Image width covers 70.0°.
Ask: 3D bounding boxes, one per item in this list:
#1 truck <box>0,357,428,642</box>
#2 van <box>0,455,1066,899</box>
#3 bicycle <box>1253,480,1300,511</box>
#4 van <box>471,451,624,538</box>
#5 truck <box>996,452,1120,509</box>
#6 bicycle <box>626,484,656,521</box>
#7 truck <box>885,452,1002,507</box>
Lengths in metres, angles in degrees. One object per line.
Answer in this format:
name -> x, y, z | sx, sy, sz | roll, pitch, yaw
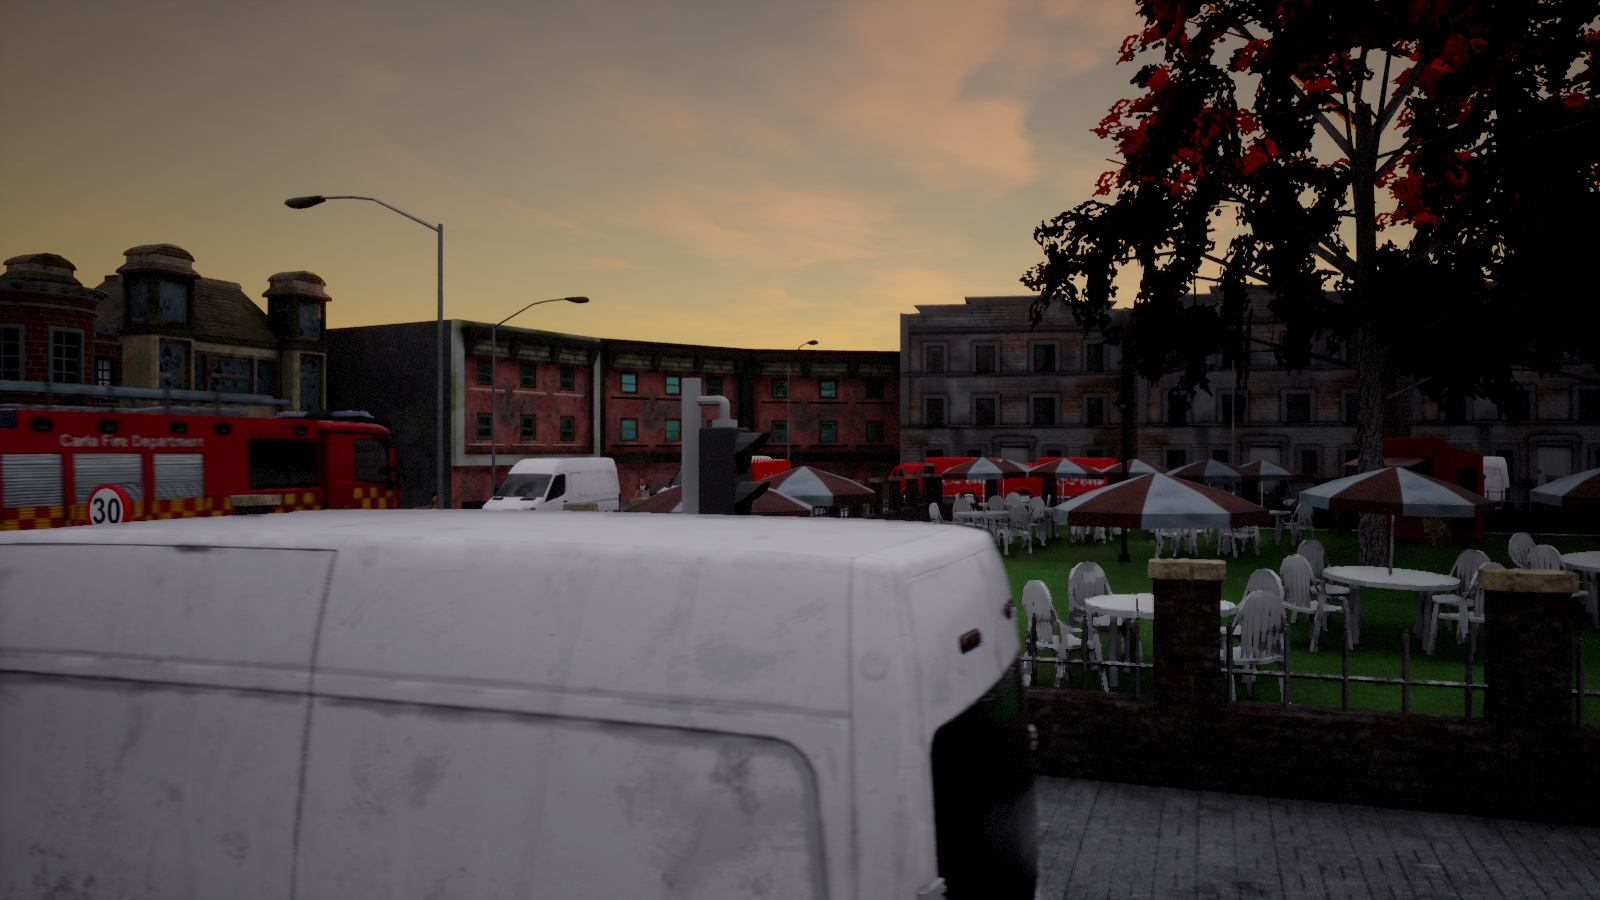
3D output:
truck -> -10.356, 0.670, 19.807 | 2.891, 3.827, 8.468 | 0, 0, 19
van -> -2.084, 1.315, 4.521 | 5.915, 2.561, 1.988 | 0, 0, 20
bicycle -> 20.335, 1.940, 48.821 | 1.835, 1.271, 0.329 | 0, 0, 19
van -> -7.990, 1.314, 36.858 | 1.988, 2.561, 5.915 | 0, 0, 19
truck -> 11.735, 1.348, 51.842 | 5.204, 2.467, 2.627 | 0, 0, 19
bicycle -> -5.909, 1.936, 42.450 | 0.373, 1.296, 1.643 | 0, 0, 20
truck -> 6.742, 1.349, 53.338 | 5.204, 2.467, 2.627 | 0, 0, 12
